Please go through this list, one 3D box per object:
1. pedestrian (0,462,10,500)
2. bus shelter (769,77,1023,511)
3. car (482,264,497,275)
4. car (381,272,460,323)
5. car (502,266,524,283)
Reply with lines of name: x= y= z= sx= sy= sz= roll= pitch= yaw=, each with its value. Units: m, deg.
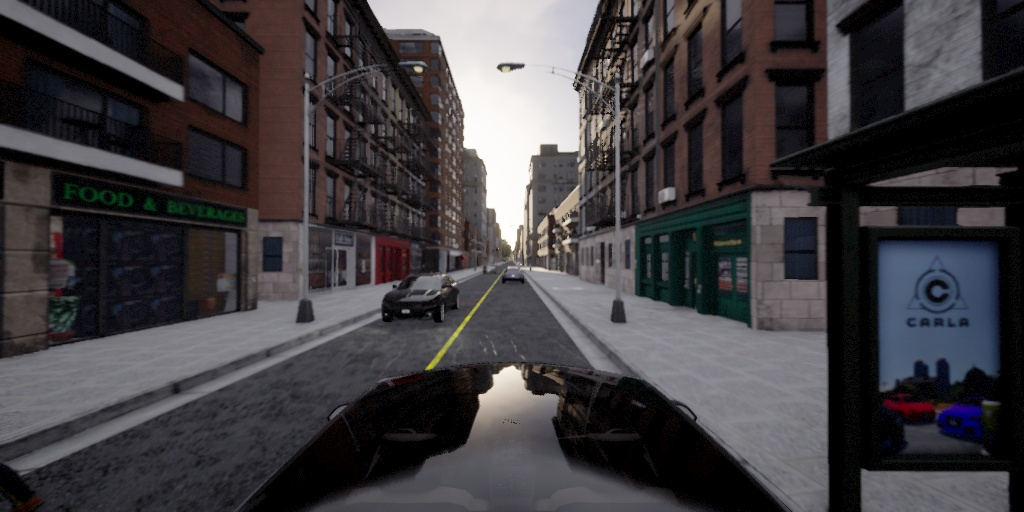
pedestrian: x=-4.026 y=1.054 z=2.532 sx=0.375 sy=1.860 sz=0.375 roll=0 pitch=-1 yaw=-10
bus shelter: x=3.135 y=0.620 z=1.220 sx=1.920 sy=2.740 sz=3.880 roll=0 pitch=0 yaw=0
car: x=-3.097 y=1.820 z=49.983 sx=2.128 sy=1.511 sz=4.902 roll=0 pitch=-1 yaw=0
car: x=-3.101 y=1.365 z=13.008 sx=1.882 sy=1.535 sz=5.008 roll=0 pitch=0 yaw=0
car: x=0.100 y=1.685 z=32.580 sx=1.994 sy=1.385 sz=4.181 roll=0 pitch=-1 yaw=0
